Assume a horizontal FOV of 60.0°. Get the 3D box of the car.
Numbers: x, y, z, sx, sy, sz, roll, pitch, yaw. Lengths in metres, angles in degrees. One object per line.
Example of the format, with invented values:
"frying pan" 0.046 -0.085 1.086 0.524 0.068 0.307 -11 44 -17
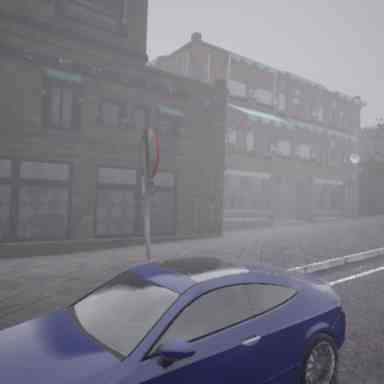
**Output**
"car" -0.184 1.514 3.554 4.674 1.442 1.812 0 0 -36
